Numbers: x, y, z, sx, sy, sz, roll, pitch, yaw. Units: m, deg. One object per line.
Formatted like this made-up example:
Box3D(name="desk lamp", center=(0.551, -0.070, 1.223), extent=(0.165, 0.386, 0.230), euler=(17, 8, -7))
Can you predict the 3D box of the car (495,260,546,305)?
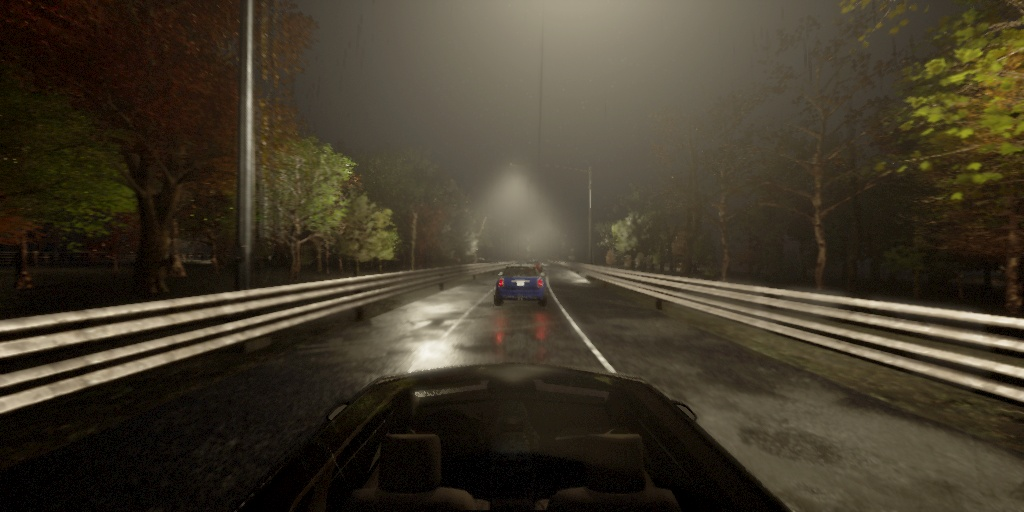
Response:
Box3D(name="car", center=(0.446, 1.161, 16.498), extent=(2.097, 1.767, 4.553), euler=(0, 0, 3))
